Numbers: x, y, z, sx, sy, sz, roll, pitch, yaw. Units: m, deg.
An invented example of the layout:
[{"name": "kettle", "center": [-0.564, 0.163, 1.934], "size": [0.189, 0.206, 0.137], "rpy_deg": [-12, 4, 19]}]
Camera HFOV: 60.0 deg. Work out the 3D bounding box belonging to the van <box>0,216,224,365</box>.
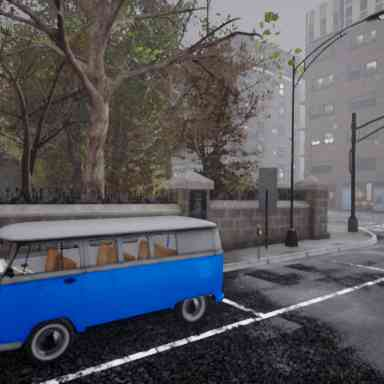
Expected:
[{"name": "van", "center": [-1.327, 1.343, 5.543], "size": [3.998, 1.788, 1.690], "rpy_deg": [0, 1, -35]}]
